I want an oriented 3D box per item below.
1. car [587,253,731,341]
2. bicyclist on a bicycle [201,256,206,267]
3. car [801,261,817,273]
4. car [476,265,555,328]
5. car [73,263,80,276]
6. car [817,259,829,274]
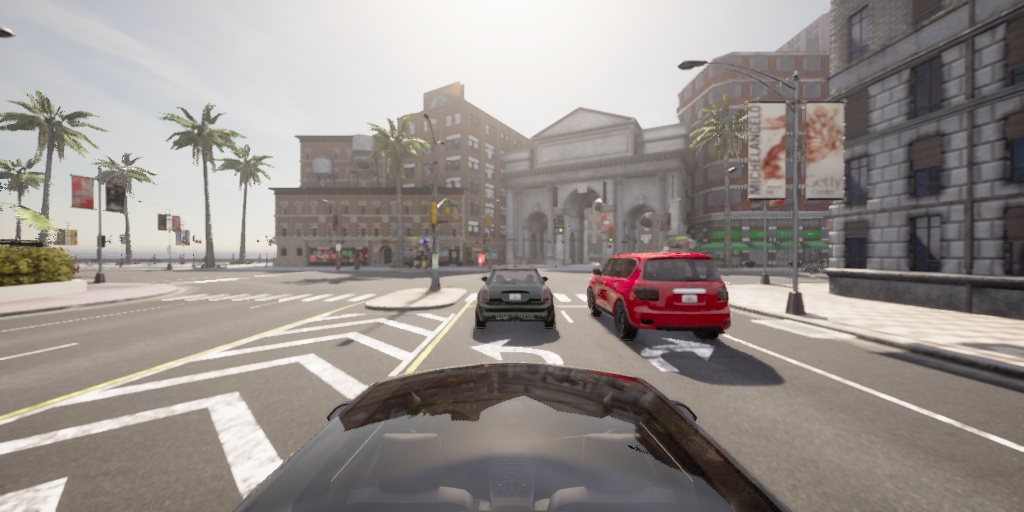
[{"bbox_3d":[3.613,0.929,9.905,2.150,2.045,5.566,0,0,1],"label":"car"},{"bbox_3d":[-38.387,0.824,45.128,0.582,1.620,1.656,0,1,0],"label":"bicyclist on a bicycle"},{"bbox_3d":[32.772,1.068,37.169,4.892,1.490,1.837,0,0,1],"label":"car"},{"bbox_3d":[0.089,1.052,11.281,2.097,1.767,4.553,0,0,0],"label":"car"},{"bbox_3d":[-40.683,0.819,30.684,5.566,2.045,2.150,0,0,1],"label":"car"},{"bbox_3d":[32.085,0.934,33.666,4.553,1.767,2.097,0,0,1],"label":"car"}]
